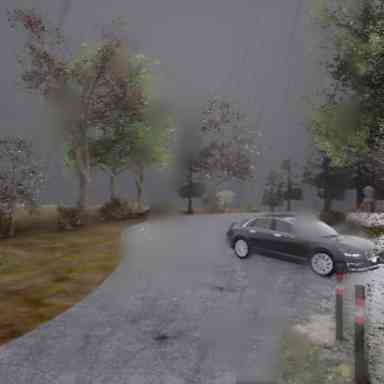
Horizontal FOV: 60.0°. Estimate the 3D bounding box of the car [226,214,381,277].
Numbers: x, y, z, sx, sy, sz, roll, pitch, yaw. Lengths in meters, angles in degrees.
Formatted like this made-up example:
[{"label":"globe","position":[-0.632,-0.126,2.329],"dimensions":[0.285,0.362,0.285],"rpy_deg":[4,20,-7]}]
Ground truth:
[{"label":"car","position":[3.204,1.490,10.472],"dimensions":[1.837,1.490,4.892],"rpy_deg":[0,0,-38]}]
